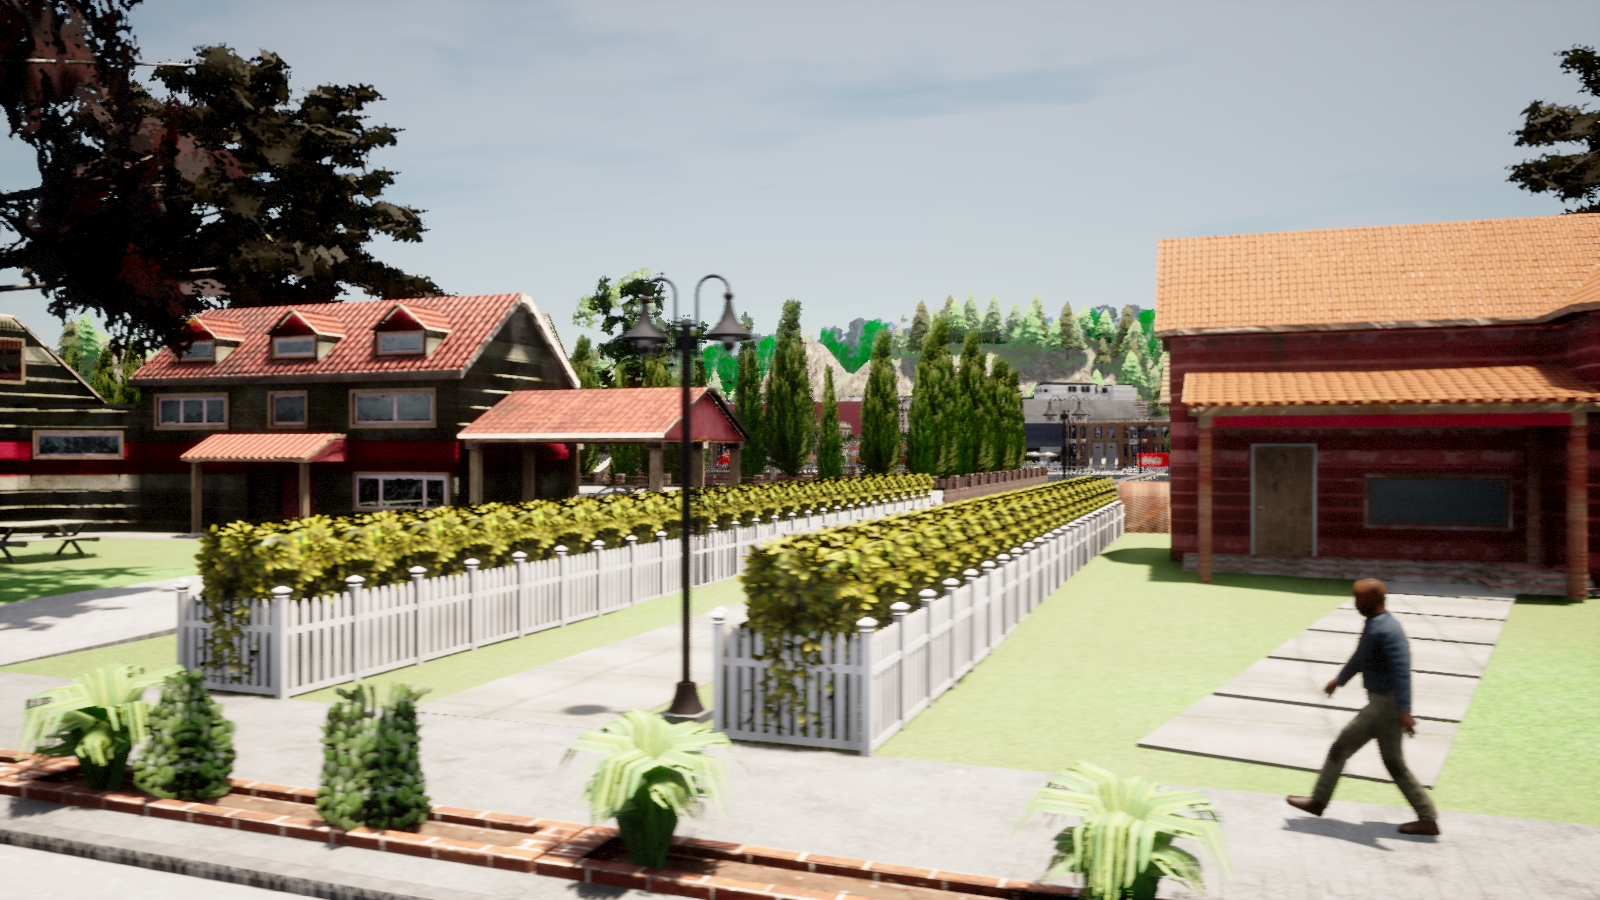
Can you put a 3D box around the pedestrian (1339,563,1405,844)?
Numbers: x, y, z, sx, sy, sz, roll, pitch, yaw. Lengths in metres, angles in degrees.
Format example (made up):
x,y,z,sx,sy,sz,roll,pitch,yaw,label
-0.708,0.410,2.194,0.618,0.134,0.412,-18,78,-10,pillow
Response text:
x,y,z,sx,sy,sz,roll,pitch,yaw,label
3.998,1.743,7.997,0.375,1.860,0.375,0,0,20,pedestrian
